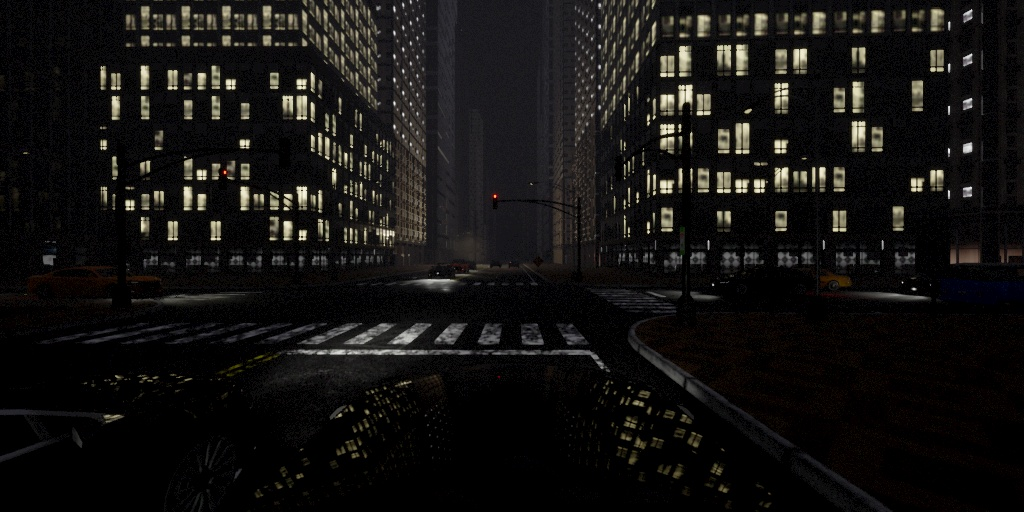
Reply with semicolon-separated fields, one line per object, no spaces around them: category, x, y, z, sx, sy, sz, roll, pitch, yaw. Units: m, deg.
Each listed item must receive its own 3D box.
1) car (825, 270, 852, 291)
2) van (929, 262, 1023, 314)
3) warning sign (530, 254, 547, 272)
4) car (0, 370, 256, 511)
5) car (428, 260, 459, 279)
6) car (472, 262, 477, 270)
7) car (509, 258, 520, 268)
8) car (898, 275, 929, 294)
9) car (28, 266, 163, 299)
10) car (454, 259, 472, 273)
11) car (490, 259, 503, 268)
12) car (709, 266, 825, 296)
car;17.166;1.295;21.295;4.829;1.417;1.751;0;0;2
van;18.403;1.120;13.118;3.998;1.789;1.690;0;0;2
warning sign;3.011;0.913;41.340;1.300;1.860;1.060;0;0;0
car;-3.154;1.241;1.148;2.128;1.511;4.902;0;0;0
car;-6.471;1.345;33.345;1.994;1.385;4.181;0;0;0
car;-6.383;1.378;53.839;2.033;1.411;5.357;0;0;0
car;0.350;1.354;63.161;2.128;1.511;4.902;0;0;0
car;23.455;1.324;18.442;5.357;1.411;2.033;0;0;2
car;-19.810;1.237;17.214;5.008;1.535;1.882;0;0;-1
car;-6.430;1.154;43.342;2.097;1.767;4.553;0;0;0
car;-2.896;1.369;63.777;1.837;1.490;4.892;0;0;0
car;13.055;1.274;18.861;4.892;1.490;1.837;0;0;2
